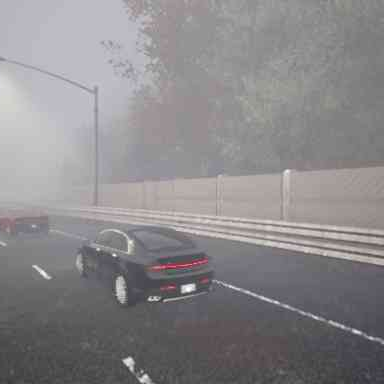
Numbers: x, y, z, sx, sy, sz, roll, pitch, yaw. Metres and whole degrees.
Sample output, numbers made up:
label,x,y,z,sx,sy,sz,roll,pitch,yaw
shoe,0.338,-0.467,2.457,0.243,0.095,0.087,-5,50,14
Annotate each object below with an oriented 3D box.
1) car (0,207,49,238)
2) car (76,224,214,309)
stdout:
label,x,y,z,sx,sy,sz,roll,pitch,yaw
car,-9.736,1.617,18.981,1.882,1.535,5.008,0,0,-40
car,-1.424,1.566,8.210,1.837,1.490,4.892,0,-1,-34
